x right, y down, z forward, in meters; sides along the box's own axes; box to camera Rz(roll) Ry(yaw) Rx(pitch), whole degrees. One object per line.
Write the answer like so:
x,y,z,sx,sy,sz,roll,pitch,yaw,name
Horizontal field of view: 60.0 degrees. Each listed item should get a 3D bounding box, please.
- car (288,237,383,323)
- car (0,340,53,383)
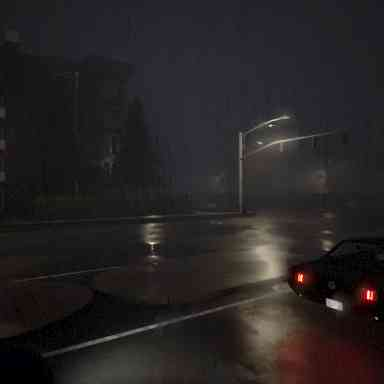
4.205,1.601,6.863,4.718,1.301,1.895,0,0,-35,car
-3.116,1.526,1.538,4.674,1.442,1.812,0,0,-36,car
